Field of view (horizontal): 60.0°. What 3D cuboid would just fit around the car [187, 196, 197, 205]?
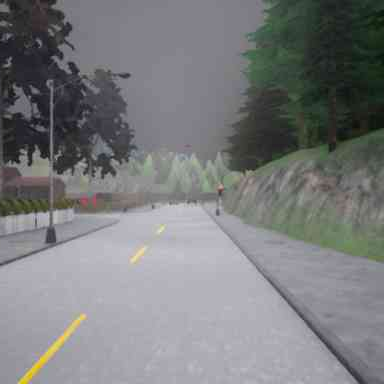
[{"bbox_3d":[-0.010,2.004,79.129,2.150,2.045,5.566,0,-1,0],"label":"car"}]

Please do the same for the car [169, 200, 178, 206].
[{"bbox_3d":[-4.009,2.348,72.730,1.994,1.385,4.181,0,-1,0],"label":"car"}]
